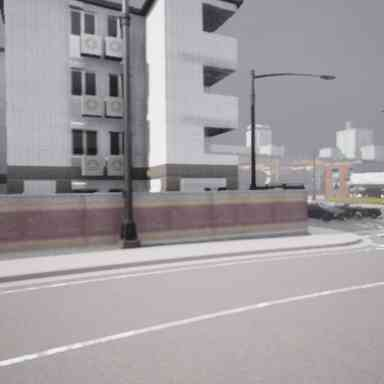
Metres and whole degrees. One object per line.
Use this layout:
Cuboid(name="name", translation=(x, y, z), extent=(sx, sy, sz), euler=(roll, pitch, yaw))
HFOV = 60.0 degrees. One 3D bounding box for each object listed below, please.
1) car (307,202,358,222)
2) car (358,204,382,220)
Cuboid(name="car", translation=(10.191, 1.555, 26.769), extent=(2.033, 1.411, 5.357), euler=(-1, 1, -22))
Cuboid(name="car", translation=(13.415, 1.555, 28.140), extent=(1.895, 1.301, 4.718), euler=(-1, 1, -22))
